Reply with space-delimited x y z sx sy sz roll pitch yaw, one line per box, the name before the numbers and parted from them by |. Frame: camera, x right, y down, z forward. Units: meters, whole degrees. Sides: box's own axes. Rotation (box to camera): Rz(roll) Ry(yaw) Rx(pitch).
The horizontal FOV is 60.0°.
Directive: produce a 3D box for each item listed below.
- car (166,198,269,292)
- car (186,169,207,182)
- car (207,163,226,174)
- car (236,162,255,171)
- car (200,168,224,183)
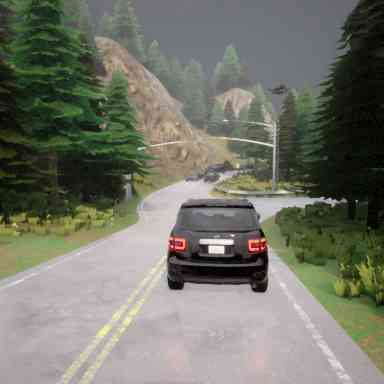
car | 0.707 1.173 8.984 2.150 2.045 5.566 0 0 5
car | 0.438 -2.528 55.236 1.994 1.385 4.181 2 10 19
car | 4.461 -4.334 63.769 2.150 2.045 5.566 3 10 36
car | 11.499 -5.591 70.918 4.553 1.767 2.097 -9 9 -36
car | 3.354 -2.425 53.734 1.837 1.490 4.892 1 10 19
